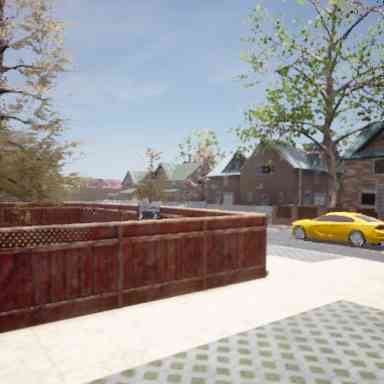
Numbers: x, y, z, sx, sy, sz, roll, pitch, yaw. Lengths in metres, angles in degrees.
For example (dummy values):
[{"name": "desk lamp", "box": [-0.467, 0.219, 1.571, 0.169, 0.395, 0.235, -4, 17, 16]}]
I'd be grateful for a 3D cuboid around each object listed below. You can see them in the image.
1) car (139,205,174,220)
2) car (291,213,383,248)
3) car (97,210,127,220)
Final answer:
[{"name": "car", "box": [-3.395, 1.996, 31.946, 1.837, 1.490, 4.892, 2, -2, -35]}, {"name": "car", "box": [7.315, 1.763, 16.580, 1.882, 1.535, 5.008, 2, -2, -35]}, {"name": "car", "box": [-8.052, 1.920, 33.487, 1.882, 1.535, 5.008, 2, -2, -35]}]
